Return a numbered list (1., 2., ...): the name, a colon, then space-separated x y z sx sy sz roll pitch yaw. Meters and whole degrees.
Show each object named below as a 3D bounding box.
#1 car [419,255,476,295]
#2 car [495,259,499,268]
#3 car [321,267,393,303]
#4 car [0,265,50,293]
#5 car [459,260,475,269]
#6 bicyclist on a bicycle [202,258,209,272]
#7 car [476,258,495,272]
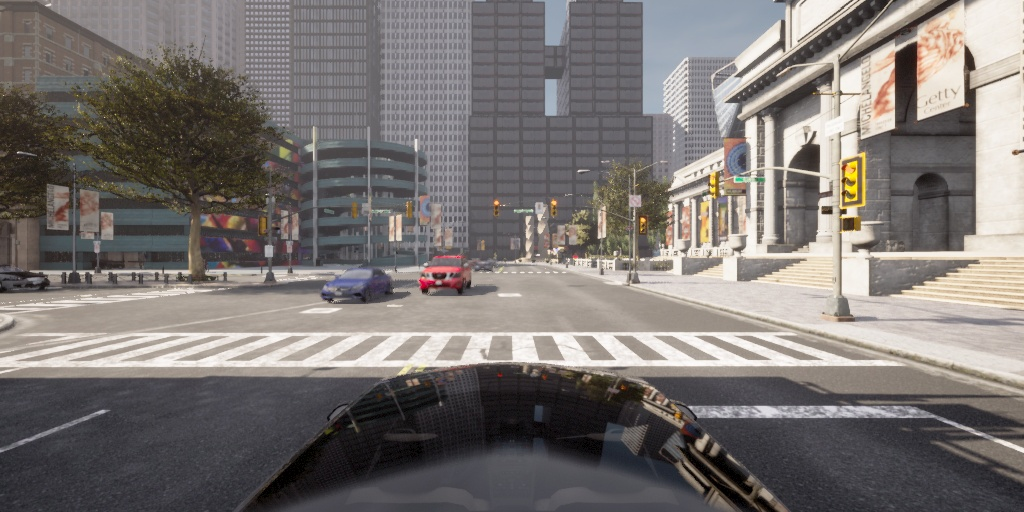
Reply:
1. car: -3.563 0.971 20.248 2.150 2.045 5.566 0 0 0
2. car: -3.492 1.256 58.860 1.837 1.490 4.892 0 0 0
3. car: -7.068 1.275 16.921 1.812 1.442 4.674 0 0 0
4. car: -29.161 1.242 20.161 4.902 1.511 2.128 0 0 0
5. car: -6.991 1.351 55.863 1.895 1.301 4.718 0 0 0
6. bicyclist on a bicycle: -34.155 1.051 39.630 0.582 1.620 1.656 0 0 0
7. car: -3.514 1.314 44.832 1.994 1.385 4.181 0 0 0
